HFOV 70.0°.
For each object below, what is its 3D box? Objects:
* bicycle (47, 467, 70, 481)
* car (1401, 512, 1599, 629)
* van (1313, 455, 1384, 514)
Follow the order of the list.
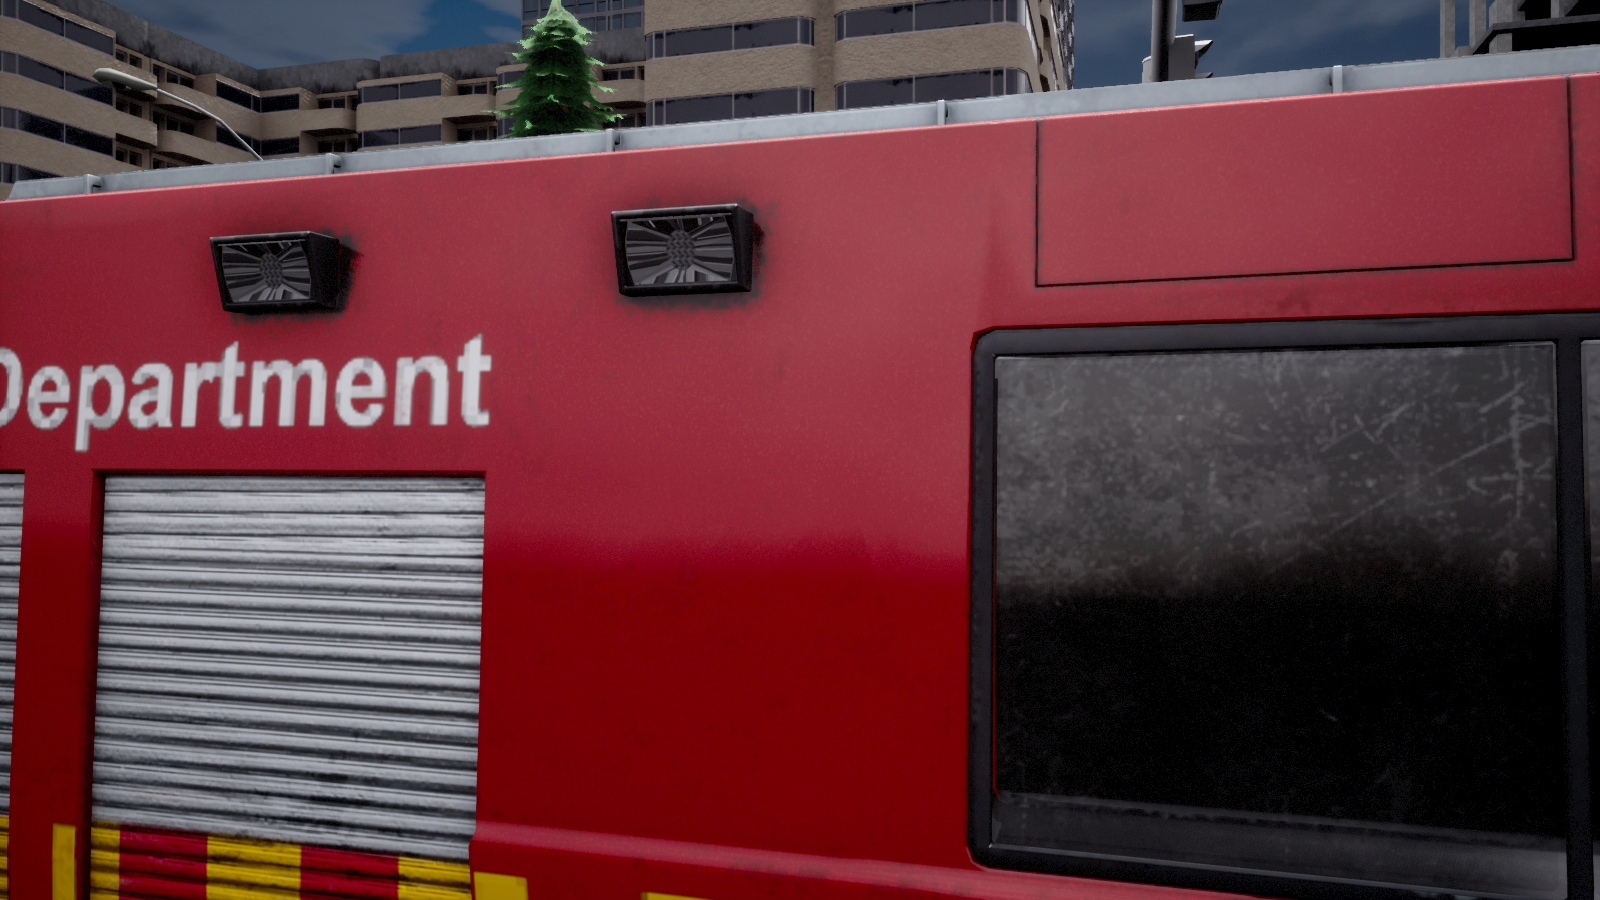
[{"bbox_3d":[-65.142,2.102,100.377,1.487,1.276,0.859,0,0,15],"label":"bicycle"},{"bbox_3d":[12.484,2.037,20.491,2.038,1.542,4.974,0,0,16],"label":"car"},{"bbox_3d":[25.496,1.534,53.294,1.988,2.561,5.915,0,0,16],"label":"van"}]
